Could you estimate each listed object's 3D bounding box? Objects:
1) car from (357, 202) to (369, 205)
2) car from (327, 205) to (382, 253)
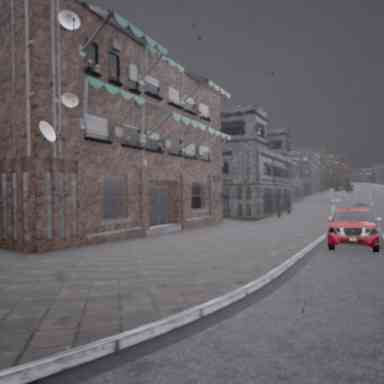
[{"bbox_3d":[27.967,2.277,54.391,1.895,1.301,4.718,-1,1,28],"label":"car"},{"bbox_3d":[8.295,1.825,17.000,2.150,2.045,5.566,-1,-3,28],"label":"car"}]
